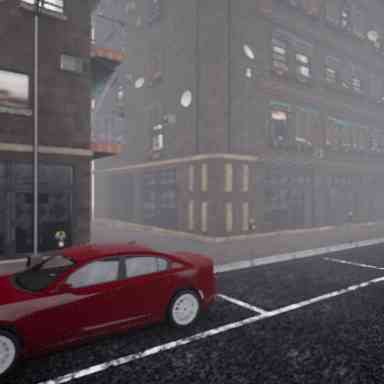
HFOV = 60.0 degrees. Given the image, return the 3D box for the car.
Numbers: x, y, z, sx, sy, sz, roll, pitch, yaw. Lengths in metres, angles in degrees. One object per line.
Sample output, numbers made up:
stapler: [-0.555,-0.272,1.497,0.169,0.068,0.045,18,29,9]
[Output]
car: [-1.638,1.545,5.390,4.507,1.381,1.887,0,0,-36]
